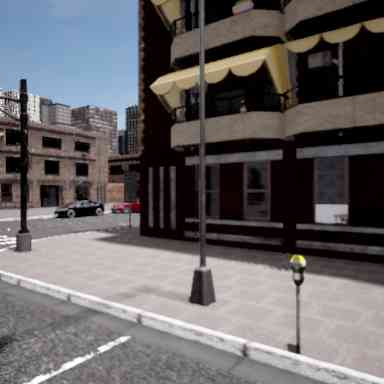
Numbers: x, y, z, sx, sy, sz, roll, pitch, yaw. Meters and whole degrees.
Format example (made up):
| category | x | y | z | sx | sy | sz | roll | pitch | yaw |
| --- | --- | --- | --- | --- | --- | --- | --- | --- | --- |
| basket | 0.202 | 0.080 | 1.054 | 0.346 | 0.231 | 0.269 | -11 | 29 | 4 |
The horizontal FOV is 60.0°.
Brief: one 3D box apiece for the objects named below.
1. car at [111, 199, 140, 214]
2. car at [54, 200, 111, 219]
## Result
| category | x | y | z | sx | sy | sz | roll | pitch | yaw |
| --- | --- | --- | --- | --- | --- | --- | --- | --- | --- |
| car | -5.970 | 1.332 | 32.305 | 1.802 | 1.307 | 4.206 | 1 | 1 | 35 |
| car | -9.275 | 1.381 | 27.665 | 1.947 | 1.339 | 4.313 | 1 | 1 | 35 |
